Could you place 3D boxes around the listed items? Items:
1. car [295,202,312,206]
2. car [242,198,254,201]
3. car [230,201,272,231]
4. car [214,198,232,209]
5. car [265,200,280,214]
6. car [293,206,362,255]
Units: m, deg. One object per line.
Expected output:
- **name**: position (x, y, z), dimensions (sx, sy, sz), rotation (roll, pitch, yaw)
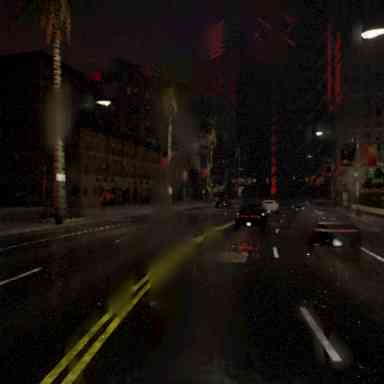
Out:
- **car**: position (10.977, 1.664, 32.773), dimensions (2.033, 1.411, 5.357), rotation (0, 0, 17)
- **car**: position (7.914, 1.645, 47.035), dimensions (1.837, 1.490, 4.892), rotation (0, -1, 17)
- **car**: position (3.910, 1.570, 21.332), dimensions (1.837, 1.490, 4.892), rotation (0, 0, 16)
- **car**: position (4.573, 1.634, 48.078), dimensions (1.837, 1.490, 4.892), rotation (0, -1, 17)
- **car**: position (8.787, 1.645, 37.566), dimensions (1.812, 1.442, 4.674), rotation (0, 0, 17)
- **car**: position (5.484, 1.544, 13.693), dimensions (2.128, 1.511, 4.902), rotation (0, 0, 12)
